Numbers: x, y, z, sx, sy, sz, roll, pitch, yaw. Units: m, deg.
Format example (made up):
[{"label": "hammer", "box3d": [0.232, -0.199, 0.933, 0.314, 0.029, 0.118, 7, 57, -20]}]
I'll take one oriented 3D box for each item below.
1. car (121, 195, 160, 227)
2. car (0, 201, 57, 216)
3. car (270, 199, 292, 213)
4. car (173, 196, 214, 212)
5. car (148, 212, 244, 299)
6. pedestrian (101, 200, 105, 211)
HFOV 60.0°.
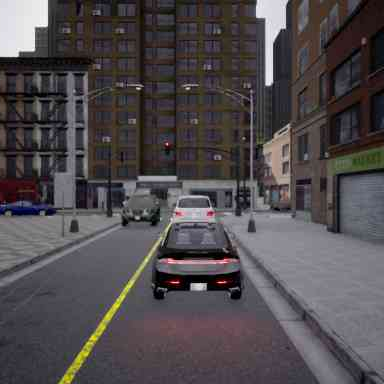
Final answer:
[{"label": "car", "box3d": [-3.405, 1.211, 22.894, 2.150, 2.045, 5.566, 0, 0, -2]}, {"label": "car", "box3d": [-15.472, 1.577, 31.624, 5.008, 1.535, 1.882, 0, 0, -2]}, {"label": "car", "box3d": [11.033, 1.426, 35.158, 5.357, 1.411, 2.033, -1, 0, -1]}, {"label": "car", "box3d": [0.100, 1.215, 18.861, 2.150, 2.045, 5.566, 0, 0, 0]}, {"label": "car", "box3d": [0.101, 1.490, 8.407, 2.128, 1.511, 4.902, 0, 0, 0]}, {"label": "pedestrian", "box3d": [-10.156, 1.497, 37.932, 0.375, 1.300, 0.375, 0, 0, -1]}]
